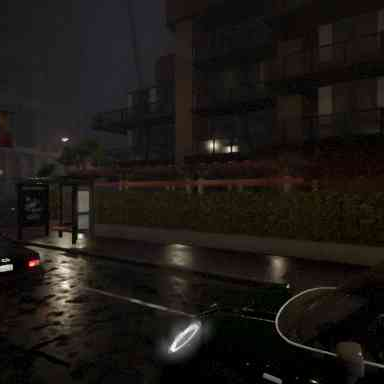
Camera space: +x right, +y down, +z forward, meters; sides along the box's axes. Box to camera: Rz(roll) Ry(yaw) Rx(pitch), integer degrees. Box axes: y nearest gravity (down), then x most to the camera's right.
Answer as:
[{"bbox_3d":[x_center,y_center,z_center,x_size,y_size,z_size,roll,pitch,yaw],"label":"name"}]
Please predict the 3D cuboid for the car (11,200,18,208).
[{"bbox_3d":[-22.024,1.505,46.529,1.837,1.490,4.892,0,0,36],"label":"car"}]

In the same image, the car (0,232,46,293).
[{"bbox_3d":[-5.701,1.547,8.018,5.357,1.411,2.033,0,0,36],"label":"car"}]

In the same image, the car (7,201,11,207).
[{"bbox_3d":[-24.521,1.477,49.072,1.882,1.535,5.008,0,0,35],"label":"car"}]

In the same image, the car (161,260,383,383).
[{"bbox_3d":[1.914,1.352,2.639,4.553,1.767,2.097,0,0,35],"label":"car"}]
